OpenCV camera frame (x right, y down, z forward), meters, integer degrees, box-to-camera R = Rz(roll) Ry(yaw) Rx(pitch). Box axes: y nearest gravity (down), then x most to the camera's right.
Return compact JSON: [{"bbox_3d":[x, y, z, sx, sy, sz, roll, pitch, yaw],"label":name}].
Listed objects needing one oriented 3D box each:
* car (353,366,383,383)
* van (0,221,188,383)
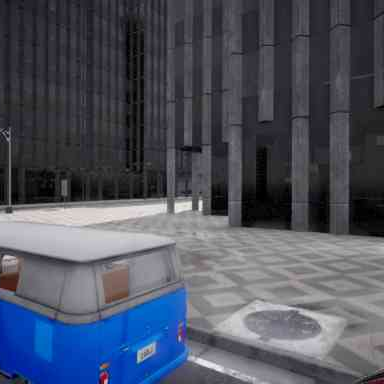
[{"bbox_3d":[2.548,1.440,1.149,4.097,1.590,1.967,0,0,35],"label":"car"},{"bbox_3d":[-1.953,1.341,4.353,3.998,1.788,1.690,0,0,35],"label":"van"}]
